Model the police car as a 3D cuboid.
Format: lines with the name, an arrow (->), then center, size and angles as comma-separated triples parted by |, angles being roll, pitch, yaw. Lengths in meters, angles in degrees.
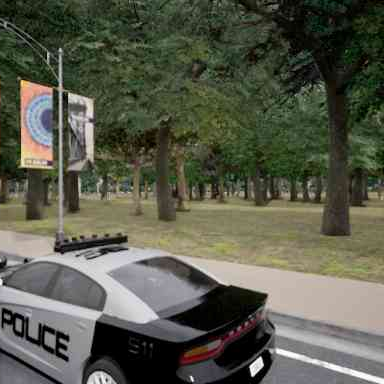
police car -> -1.484, 1.433, 4.657 | 5.238, 1.638, 1.930 | 0, 0, 36
